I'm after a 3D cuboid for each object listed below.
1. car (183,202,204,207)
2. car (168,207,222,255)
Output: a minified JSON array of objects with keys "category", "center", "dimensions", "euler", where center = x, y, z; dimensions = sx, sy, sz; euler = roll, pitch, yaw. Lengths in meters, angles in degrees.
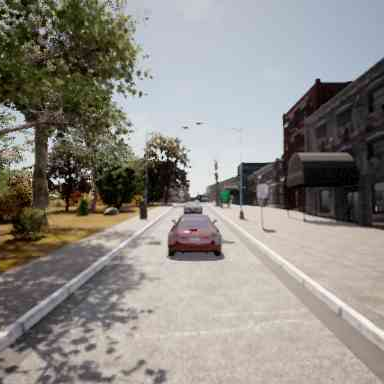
[{"category":"car","center":[0.115,1.610,31.598],"dimensions":[2.033,1.411,5.357],"euler":[0,0,0]},{"category":"car","center":[0.103,1.565,13.444],"dimensions":[1.994,1.385,4.181],"euler":[0,1,0]}]
